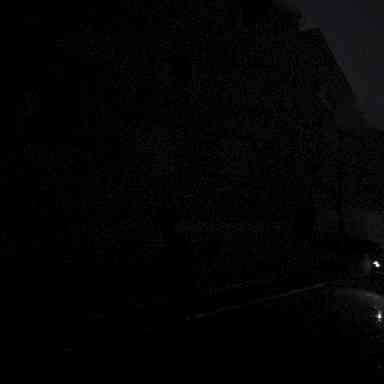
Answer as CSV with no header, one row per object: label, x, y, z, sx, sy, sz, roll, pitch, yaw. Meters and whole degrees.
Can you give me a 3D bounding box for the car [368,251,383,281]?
car,6.926,1.665,8.944,5.357,1.411,2.033,1,0,-36
